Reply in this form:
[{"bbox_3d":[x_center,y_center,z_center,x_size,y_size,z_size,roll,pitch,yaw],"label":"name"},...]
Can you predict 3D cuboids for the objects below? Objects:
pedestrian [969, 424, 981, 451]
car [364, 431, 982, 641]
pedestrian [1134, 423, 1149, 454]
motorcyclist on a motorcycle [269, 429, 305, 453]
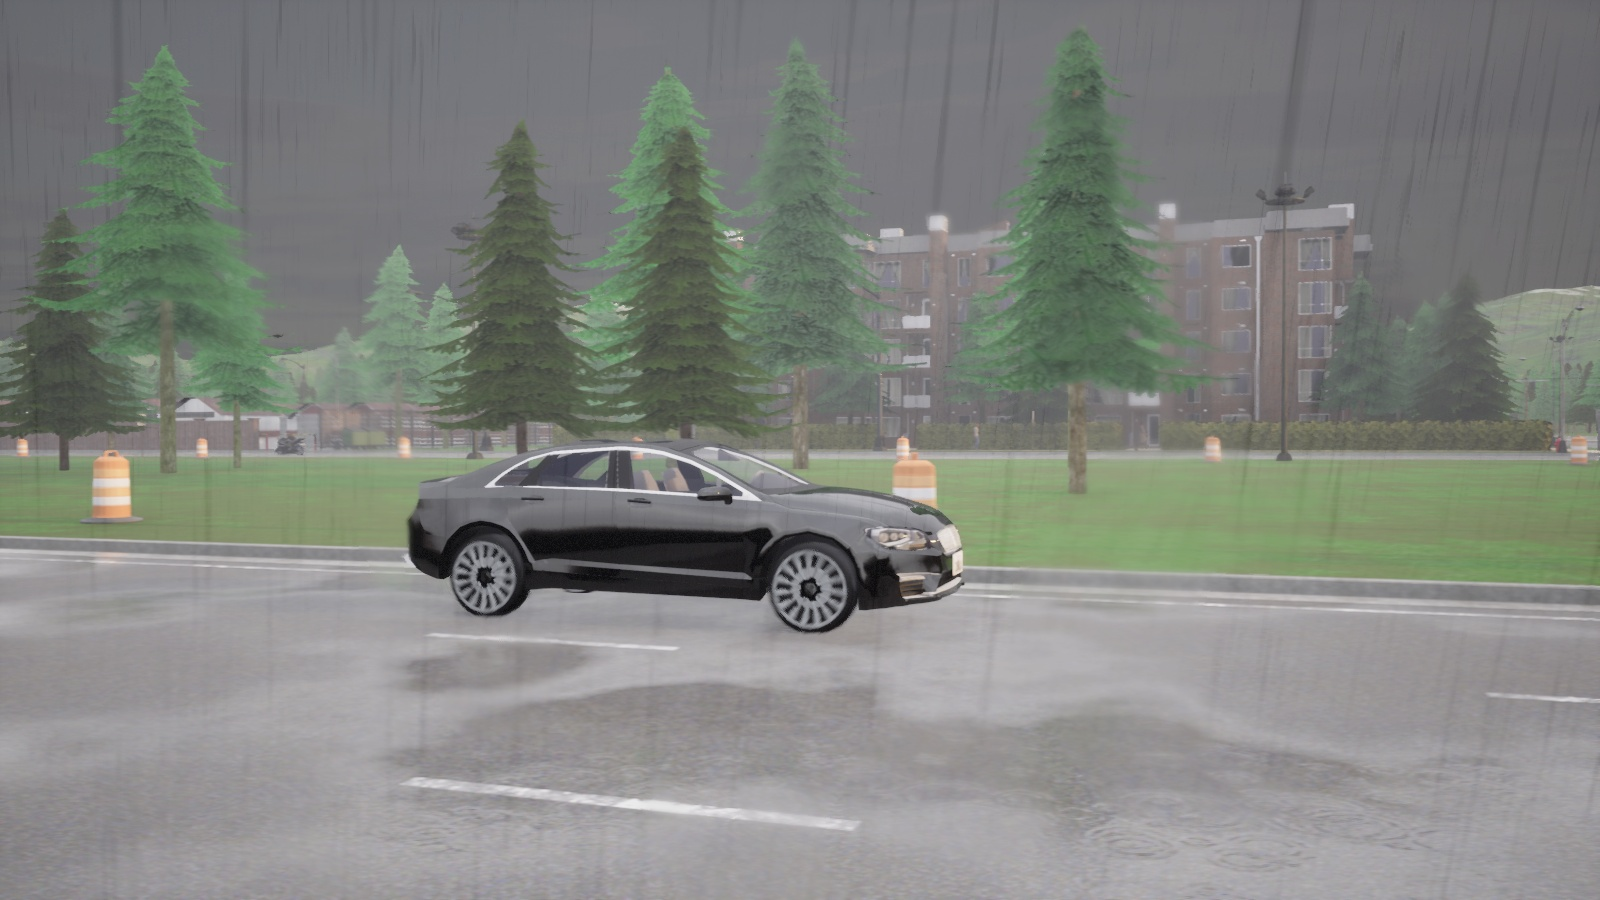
[{"bbox_3d":[11.583,-0.833,83.157,0.706,1.836,0.354,1,1,20],"label":"pedestrian"},{"bbox_3d":[-1.049,0.604,10.930,4.902,1.511,2.128,1,1,19],"label":"car"},{"bbox_3d":[21.712,-0.742,79.884,0.873,1.952,0.659,1,1,19],"label":"pedestrian"},{"bbox_3d":[-34.050,-0.601,83.318,2.191,1.530,0.866,1,1,19],"label":"motorcyclist on a motorcycle"}]
